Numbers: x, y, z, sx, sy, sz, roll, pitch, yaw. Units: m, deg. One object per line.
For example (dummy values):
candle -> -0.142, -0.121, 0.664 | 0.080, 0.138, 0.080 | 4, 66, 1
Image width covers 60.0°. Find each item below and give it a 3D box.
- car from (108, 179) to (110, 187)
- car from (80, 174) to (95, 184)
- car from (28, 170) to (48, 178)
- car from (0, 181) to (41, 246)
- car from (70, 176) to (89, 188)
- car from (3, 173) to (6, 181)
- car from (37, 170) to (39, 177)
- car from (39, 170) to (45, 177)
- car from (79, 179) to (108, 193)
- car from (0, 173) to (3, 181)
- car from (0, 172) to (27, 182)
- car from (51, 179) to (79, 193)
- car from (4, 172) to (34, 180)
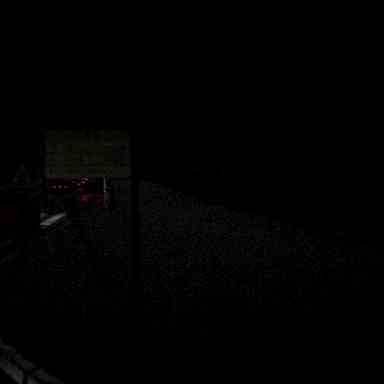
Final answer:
car -> -12.454, -1.578, 46.399 | 1.882, 1.535, 5.008 | -1, 5, -11
car -> -17.425, -2.222, 55.516 | 2.033, 1.411, 5.357 | -1, 4, -13
car -> -40.044, -4.694, 86.483 | 4.553, 1.767, 2.185 | -3, 4, -35
car -> -7.780, 0.826, 12.711 | 2.150, 2.045, 5.566 | -1, 4, -5
car -> -15.397, -1.420, 45.825 | 1.895, 1.301, 4.718 | -1, 5, -12
car -> -30.327, -1.979, 49.288 | 4.553, 1.767, 2.185 | -3, 5, -32
car -> -35.328, -3.403, 69.325 | 5.008, 1.535, 2.097 | -3, 5, -35
car -> -39.225, -4.390, 83.643 | 5.008, 1.535, 2.097 | -3, 5, -35
car -> -10.607, -0.775, 36.119 | 1.882, 1.535, 5.008 | -1, 5, -9
car -> -29.677, -1.628, 46.435 | 5.008, 1.535, 2.097 | -3, 6, -31
car -> -33.026, -2.752, 60.778 | 4.892, 1.521, 2.231 | -3, 6, -34
car -> -13.567, -0.672, 35.650 | 2.033, 1.411, 5.357 | -1, 5, -9
car -> -34.553, -3.189, 66.474 | 5.008, 1.535, 2.097 | -3, 5, -35
